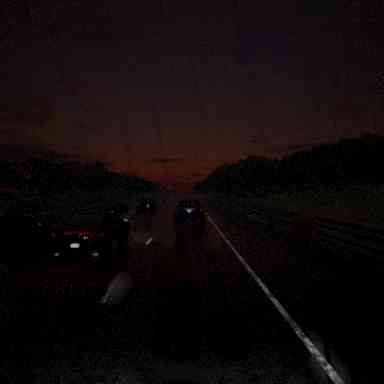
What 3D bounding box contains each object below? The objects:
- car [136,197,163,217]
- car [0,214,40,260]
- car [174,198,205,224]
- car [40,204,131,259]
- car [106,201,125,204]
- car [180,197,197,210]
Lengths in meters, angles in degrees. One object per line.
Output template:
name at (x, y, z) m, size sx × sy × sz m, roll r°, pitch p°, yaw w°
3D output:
car at (-3.795, 1.264, 30.546) m, size 2.097 × 1.767 × 4.553 m, roll 0°, pitch 0°, yaw -1°
car at (-7.038, 1.518, 12.274) m, size 2.033 × 1.411 × 5.357 m, roll 0°, pitch 0°, yaw -1°
car at (-0.201, 1.284, 23.866) m, size 2.097 × 1.767 × 4.553 m, roll 0°, pitch 0°, yaw -1°
car at (-3.544, 1.447, 12.436) m, size 1.882 × 1.535 × 5.008 m, roll 0°, pitch 0°, yaw -1°
car at (-7.318, 1.507, 32.191) m, size 1.895 × 1.301 × 4.718 m, roll 0°, pitch 0°, yaw -1°
car at (-0.457, 1.417, 42.025) m, size 2.033 × 1.411 × 5.357 m, roll 0°, pitch 0°, yaw -1°
